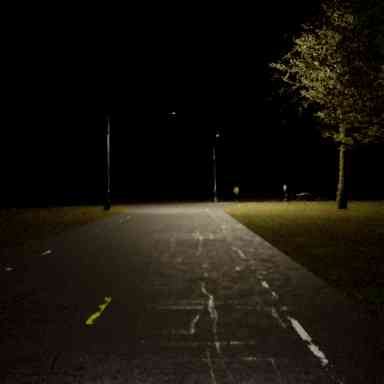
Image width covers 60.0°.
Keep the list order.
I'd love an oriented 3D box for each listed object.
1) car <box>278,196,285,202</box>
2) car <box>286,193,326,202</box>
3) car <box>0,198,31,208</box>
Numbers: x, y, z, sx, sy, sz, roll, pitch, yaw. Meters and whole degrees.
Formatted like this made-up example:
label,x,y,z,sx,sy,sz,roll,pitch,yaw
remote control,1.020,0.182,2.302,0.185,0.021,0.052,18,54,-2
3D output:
label,x,y,z,sx,sy,sz,roll,pitch,yaw
car,16.501,0.878,54.206,5.008,1.535,1.882,-2,-2,-1
car,16.365,0.742,47.199,4.718,1.301,1.895,-1,-2,-1
car,-25.635,1.521,46.817,5.357,1.411,2.033,-1,-2,0
